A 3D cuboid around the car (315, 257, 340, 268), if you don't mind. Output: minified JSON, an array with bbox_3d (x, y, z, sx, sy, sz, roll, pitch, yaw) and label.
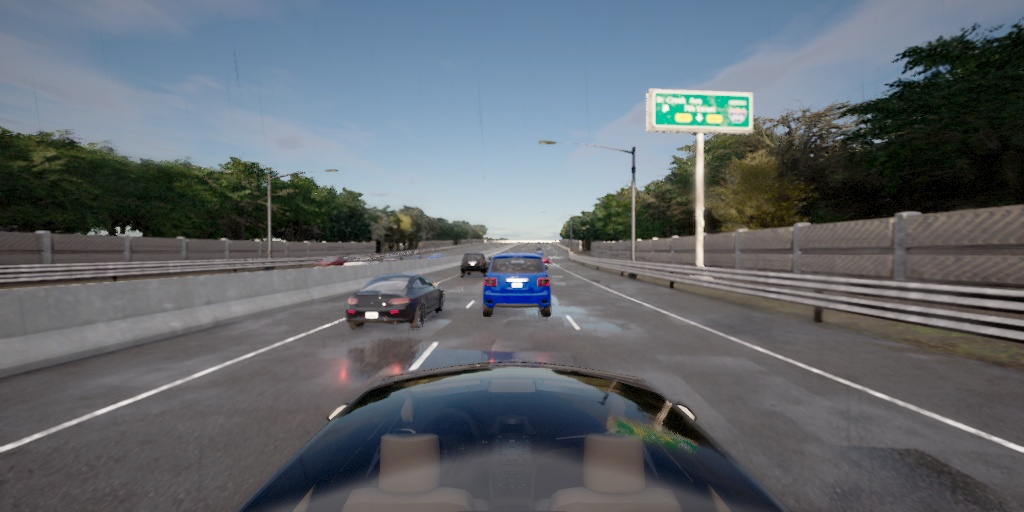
[{"bbox_3d":[-20.391,0.814,40.865,1.882,1.535,5.008,0,1,2],"label":"car"}]

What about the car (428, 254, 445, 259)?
[{"bbox_3d":[-12.519,0.334,59.898,1.882,1.535,5.008,0,2,3],"label":"car"}]

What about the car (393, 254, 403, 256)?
[{"bbox_3d":[-19.491,0.392,60.492,2.033,1.411,5.357,0,2,3],"label":"car"}]

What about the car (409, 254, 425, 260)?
[{"bbox_3d":[-16.002,0.413,60.247,1.994,1.385,4.181,0,2,3],"label":"car"}]

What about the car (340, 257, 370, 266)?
[{"bbox_3d":[-16.920,0.948,40.210,1.895,1.301,4.718,0,1,2],"label":"car"}]

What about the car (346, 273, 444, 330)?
[{"bbox_3d":[-3.342,1.239,10.908,1.812,1.442,4.674,0,0,1],"label":"car"}]

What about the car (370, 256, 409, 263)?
[{"bbox_3d":[-13.436,0.958,39.626,1.895,1.301,4.718,0,1,2],"label":"car"}]

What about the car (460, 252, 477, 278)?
[{"bbox_3d":[-3.004,0.713,30.661,2.150,2.045,5.566,0,1,1],"label":"car"}]

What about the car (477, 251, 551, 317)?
[{"bbox_3d":[0.177,0.920,13.147,2.150,2.045,5.566,0,0,1],"label":"car"}]
